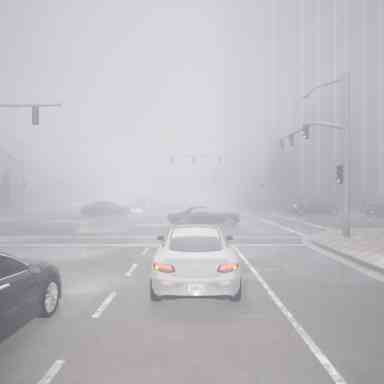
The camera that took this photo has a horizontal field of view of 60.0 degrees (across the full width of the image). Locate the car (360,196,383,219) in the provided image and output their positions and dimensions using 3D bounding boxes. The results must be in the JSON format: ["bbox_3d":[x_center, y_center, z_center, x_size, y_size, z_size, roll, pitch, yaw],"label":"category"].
[{"bbox_3d":[17.709,1.221,29.005,5.566,2.045,2.150,0,0,0],"label":"car"}]

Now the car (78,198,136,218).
[{"bbox_3d":[-7.800,1.526,30.090,4.674,1.442,1.812,0,0,-42],"label":"car"}]

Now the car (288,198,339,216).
[{"bbox_3d":[11.770,1.352,32.461,4.553,1.767,2.097,0,0,0],"label":"car"}]

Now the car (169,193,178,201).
[{"bbox_3d":[-4.752,1.225,85.440,2.150,2.045,5.566,0,0,-1],"label":"car"}]

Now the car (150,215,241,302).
[{"bbox_3d":[0.077,1.526,8.166,1.812,1.442,4.674,0,0,0],"label":"car"}]

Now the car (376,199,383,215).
[{"bbox_3d":[20.995,1.478,32.527,5.008,1.535,1.882,0,0,0],"label":"car"}]

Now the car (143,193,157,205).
[{"bbox_3d":[-7.946,1.221,57.819,2.150,2.045,5.566,0,0,-1],"label":"car"}]

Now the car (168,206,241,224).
[{"bbox_3d":[0.794,1.601,21.678,4.718,1.301,1.895,0,0,0],"label":"car"}]

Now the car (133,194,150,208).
[{"bbox_3d":[-7.823,1.491,47.927,2.128,1.511,4.902,0,0,-1],"label":"car"}]

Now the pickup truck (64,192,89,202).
[{"bbox_3d":[-24.662,1.059,70.217,2.390,2.098,6.274,0,0,30],"label":"pickup truck"}]

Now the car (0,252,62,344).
[{"bbox_3d":[-3.436,1.505,4.516,1.837,1.490,4.892,0,0,0],"label":"car"}]
